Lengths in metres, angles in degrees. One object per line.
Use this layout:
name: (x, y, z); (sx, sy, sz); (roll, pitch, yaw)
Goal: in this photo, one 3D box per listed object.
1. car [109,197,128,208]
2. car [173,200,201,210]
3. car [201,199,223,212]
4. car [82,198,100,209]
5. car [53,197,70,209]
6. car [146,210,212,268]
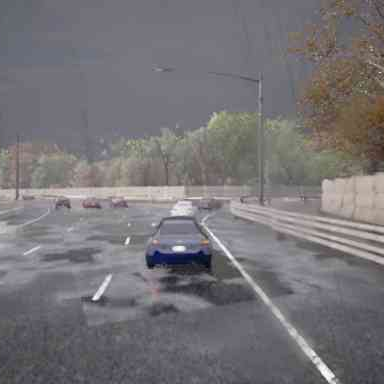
car: (-10.133, 1.454, 45.569); (1.812, 1.442, 4.674); (0, 0, -24)
car: (-0.512, 1.462, 27.214); (1.812, 1.442, 4.674); (0, 0, 5)
car: (1.926, 1.450, 37.605); (2.033, 1.411, 5.357); (0, 0, 23)
car: (-13.583, 1.507, 44.711); (1.994, 1.385, 4.181); (0, 0, -24)
car: (-17.708, 1.461, 45.337); (1.837, 1.490, 4.892); (0, 0, -25)
car: (-0.439, 1.538, 11.245); (1.994, 1.385, 4.181); (0, 0, -2)
